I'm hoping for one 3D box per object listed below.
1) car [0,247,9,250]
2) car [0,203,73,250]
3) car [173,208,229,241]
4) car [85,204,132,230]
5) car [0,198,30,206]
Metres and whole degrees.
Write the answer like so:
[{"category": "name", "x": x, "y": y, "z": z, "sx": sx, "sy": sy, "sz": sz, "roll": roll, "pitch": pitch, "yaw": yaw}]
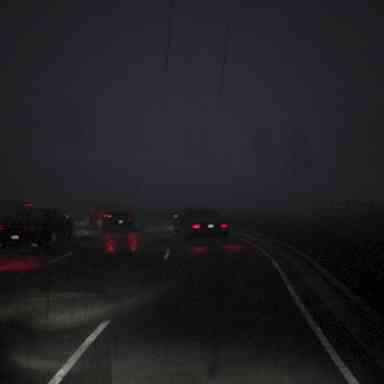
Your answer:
[{"category": "car", "x": -3.174, "y": 1.467, "z": 1.573, "sx": 1.882, "sy": 1.535, "sz": 5.008, "roll": 0, "pitch": 0, "yaw": 1}, {"category": "car", "x": -6.422, "y": 1.417, "z": 14.042, "sx": 1.882, "sy": 1.535, "sz": 5.008, "roll": 1, "pitch": 0, "yaw": -7}, {"category": "car", "x": 0.288, "y": 1.486, "z": 16.523, "sx": 2.033, "sy": 1.411, "sz": 5.357, "roll": 0, "pitch": 0, "yaw": -11}, {"category": "car", "x": -5.115, "y": 1.443, "z": 20.384, "sx": 1.812, "sy": 1.442, "sz": 4.674, "roll": 1, "pitch": 0, "yaw": -30}, {"category": "car", "x": -17.348, "y": 1.366, "z": 30.951, "sx": 4.892, "sy": 1.490, "sz": 1.837, "roll": 0, "pitch": -1, "yaw": 5}]
